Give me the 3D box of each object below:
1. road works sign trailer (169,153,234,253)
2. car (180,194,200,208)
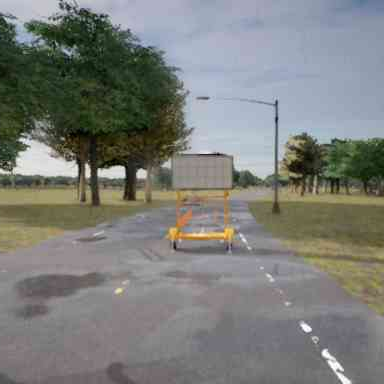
[{"bbox_3d":[0.400,0.314,12.922,2.380,3.560,2.880,0,1,4],"label":"road works sign trailer"},{"bbox_3d":[-0.190,1.059,40.252,2.128,1.511,4.902,0,1,9],"label":"car"}]
